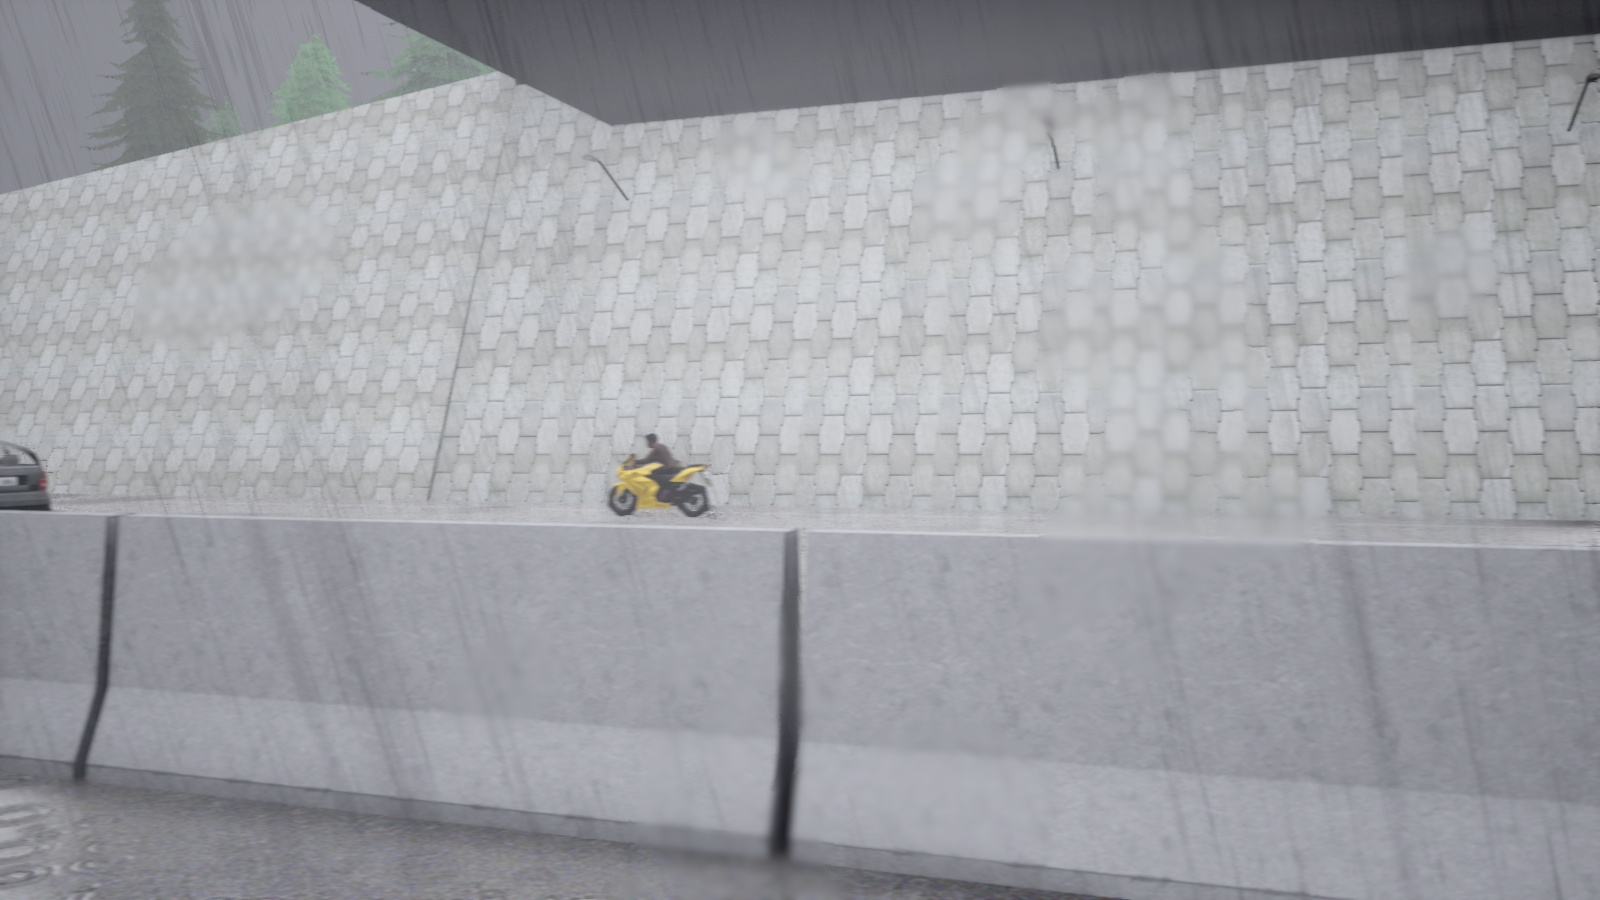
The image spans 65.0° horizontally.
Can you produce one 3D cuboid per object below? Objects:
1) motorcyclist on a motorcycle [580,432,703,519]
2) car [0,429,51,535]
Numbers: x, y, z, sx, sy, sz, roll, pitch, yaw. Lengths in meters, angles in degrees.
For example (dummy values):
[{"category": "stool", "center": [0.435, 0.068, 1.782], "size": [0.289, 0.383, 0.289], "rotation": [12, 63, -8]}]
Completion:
[{"category": "motorcyclist on a motorcycle", "center": [-2.848, 0.436, 22.614], "size": [2.044, 1.523, 0.797], "rotation": [0, 1, 19]}, {"category": "car", "center": [-13.408, 0.453, 18.782], "size": [3.705, 1.549, 1.789], "rotation": [1, 1, 19]}]
